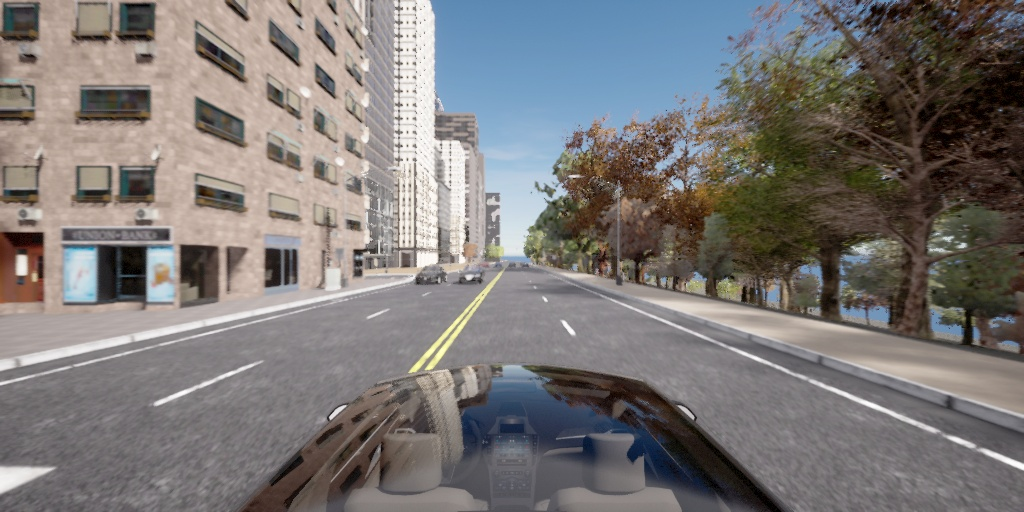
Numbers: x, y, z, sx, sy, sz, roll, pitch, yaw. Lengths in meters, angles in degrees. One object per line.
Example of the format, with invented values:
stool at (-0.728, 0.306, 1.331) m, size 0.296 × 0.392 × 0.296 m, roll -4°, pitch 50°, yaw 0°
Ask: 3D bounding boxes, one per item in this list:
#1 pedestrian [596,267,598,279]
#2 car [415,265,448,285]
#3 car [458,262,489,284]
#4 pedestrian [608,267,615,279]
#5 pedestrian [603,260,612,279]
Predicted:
pedestrian at (8.016, 1.566, 33.767) m, size 0.500 × 1.100 × 0.500 m, roll 0°, pitch 0°, yaw 0°
car at (-6.510, 1.511, 29.322) m, size 1.837 × 1.490 × 4.892 m, roll 0°, pitch -1°, yaw 0°
car at (-3.254, 1.501, 29.833) m, size 2.128 × 1.511 × 4.902 m, roll 0°, pitch -1°, yaw 0°
pedestrian at (9.200, 1.589, 33.167) m, size 0.500 × 1.100 × 0.500 m, roll 0°, pitch 0°, yaw 0°
pedestrian at (8.569, 1.174, 32.568) m, size 0.375 × 1.860 × 0.375 m, roll 0°, pitch 0°, yaw 0°
